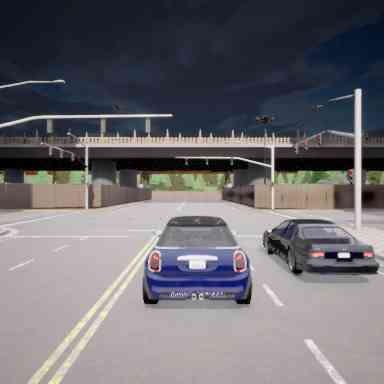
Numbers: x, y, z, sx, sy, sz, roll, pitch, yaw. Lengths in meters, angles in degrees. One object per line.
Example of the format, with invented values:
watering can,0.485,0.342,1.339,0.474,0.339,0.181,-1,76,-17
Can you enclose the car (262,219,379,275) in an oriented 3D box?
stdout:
car,3.600,1.548,10.389,2.033,1.411,5.357,0,0,0

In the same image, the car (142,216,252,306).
car,0.101,1.352,8.216,2.097,1.767,4.553,0,0,0
